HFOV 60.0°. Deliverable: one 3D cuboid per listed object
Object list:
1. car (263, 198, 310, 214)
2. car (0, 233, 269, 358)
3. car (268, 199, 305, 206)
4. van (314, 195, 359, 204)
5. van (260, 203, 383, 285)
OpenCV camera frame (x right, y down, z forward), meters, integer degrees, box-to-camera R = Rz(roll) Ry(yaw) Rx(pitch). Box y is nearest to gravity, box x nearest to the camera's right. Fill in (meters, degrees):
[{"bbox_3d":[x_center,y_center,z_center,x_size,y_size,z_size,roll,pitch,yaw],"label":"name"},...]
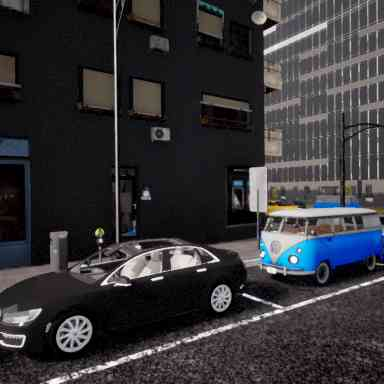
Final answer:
[{"bbox_3d":[9.655,1.400,34.292,1.947,1.339,4.313,-1,1,-35],"label":"car"},{"bbox_3d":[-0.961,1.550,5.884,4.403,1.369,2.008,0,-1,-35],"label":"car"},{"bbox_3d":[7.014,1.409,27.973,1.882,1.535,5.008,-1,1,-35],"label":"car"},{"bbox_3d":[12.832,1.201,29.774,1.690,1.788,3.998,-1,1,-35],"label":"van"},{"bbox_3d":[3.599,1.339,9.137,3.998,1.788,1.690,0,-1,-35],"label":"van"}]
